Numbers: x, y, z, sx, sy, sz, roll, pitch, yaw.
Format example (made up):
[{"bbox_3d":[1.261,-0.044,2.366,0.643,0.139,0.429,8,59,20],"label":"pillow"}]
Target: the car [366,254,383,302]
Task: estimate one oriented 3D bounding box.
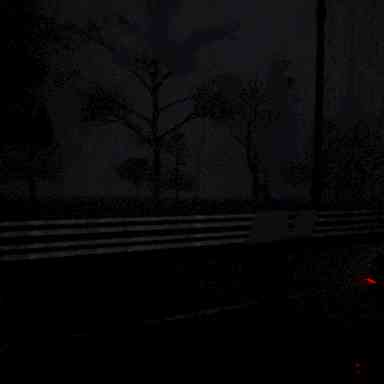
[{"bbox_3d":[5.337,1.459,6.279,4.674,1.442,1.812,0,1,-27],"label":"car"}]
